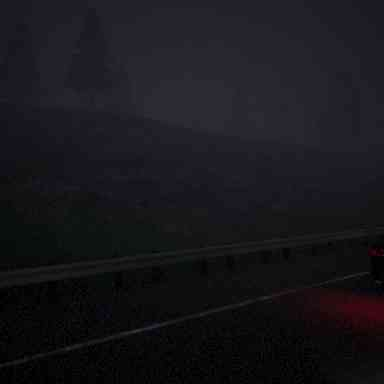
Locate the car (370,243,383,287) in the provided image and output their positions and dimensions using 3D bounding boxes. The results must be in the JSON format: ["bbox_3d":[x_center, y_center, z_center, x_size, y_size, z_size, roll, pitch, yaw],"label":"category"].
[{"bbox_3d":[6.270,1.473,7.902,5.008,1.535,1.882,0,0,-33],"label":"car"}]
